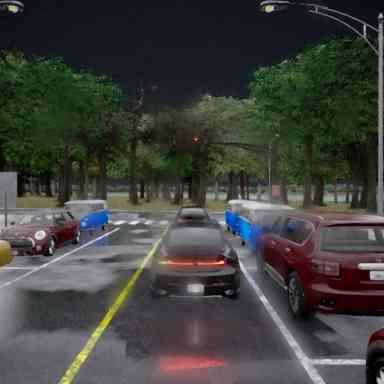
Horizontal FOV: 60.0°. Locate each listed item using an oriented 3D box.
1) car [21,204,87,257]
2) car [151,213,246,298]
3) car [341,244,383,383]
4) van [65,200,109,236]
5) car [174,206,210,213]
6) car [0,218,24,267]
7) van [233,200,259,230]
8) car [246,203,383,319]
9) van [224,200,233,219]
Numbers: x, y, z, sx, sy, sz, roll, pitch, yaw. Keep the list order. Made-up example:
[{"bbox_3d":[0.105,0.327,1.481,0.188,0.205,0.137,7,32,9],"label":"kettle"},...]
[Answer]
[{"bbox_3d":[-5.765,1.439,12.733,1.967,1.590,4.097,0,0,0],"label":"car"},{"bbox_3d":[0.076,1.504,8.470,1.837,1.490,4.892,0,0,0],"label":"car"},{"bbox_3d":[2.762,1.440,1.860,1.967,1.590,4.097,0,0,0],"label":"car"},{"bbox_3d":[-5.766,1.341,18.171,1.690,1.788,3.998,0,0,0],"label":"van"},{"bbox_3d":[0.009,1.504,17.874,1.837,1.490,4.892,0,0,-1],"label":"car"},{"bbox_3d":[-5.764,1.525,7.126,1.752,1.417,4.829,0,0,0],"label":"car"},{"bbox_3d":[2.760,1.341,12.735,1.690,1.788,3.998,0,0,0],"label":"van"},{"bbox_3d":[2.761,1.314,7.298,2.192,1.841,5.009,0,0,0],"label":"car"},{"bbox_3d":[2.759,1.341,18.173,1.690,1.788,3.998,0,0,0],"label":"van"}]
